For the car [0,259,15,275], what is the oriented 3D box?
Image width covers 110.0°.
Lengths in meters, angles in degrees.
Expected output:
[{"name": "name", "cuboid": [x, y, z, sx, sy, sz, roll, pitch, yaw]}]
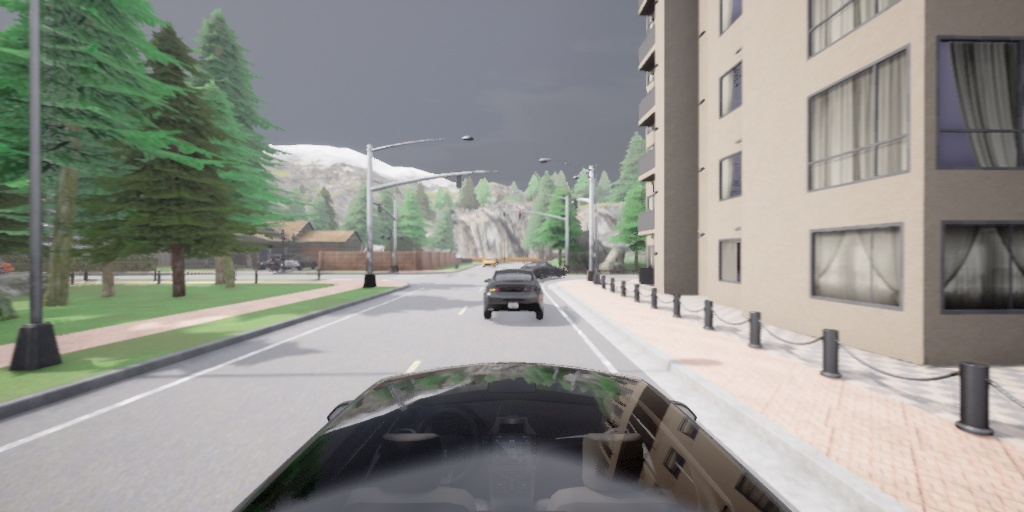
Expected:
[{"name": "car", "cuboid": [-44.061, 1.151, 29.030, 4.674, 1.442, 1.812, 0, 0, -2]}]

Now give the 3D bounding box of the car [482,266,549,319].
[{"name": "car", "cuboid": [0.060, 1.206, 12.536, 1.837, 1.490, 4.892, 0, -1, 0]}]

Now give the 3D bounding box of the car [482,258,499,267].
[{"name": "car", "cuboid": [-3.555, 1.007, 56.094, 1.882, 1.535, 5.008, 0, 0, 1]}]

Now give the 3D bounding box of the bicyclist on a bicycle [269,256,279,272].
[{"name": "bicyclist on a bicycle", "cuboid": [-24.554, 0.874, 37.019, 0.582, 1.620, 1.656, 0, 0, -1]}]

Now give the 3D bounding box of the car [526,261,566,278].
[{"name": "car", "cuboid": [2.550, 1.164, 29.467, 1.812, 1.442, 4.674, -2, -1, 42]}]
